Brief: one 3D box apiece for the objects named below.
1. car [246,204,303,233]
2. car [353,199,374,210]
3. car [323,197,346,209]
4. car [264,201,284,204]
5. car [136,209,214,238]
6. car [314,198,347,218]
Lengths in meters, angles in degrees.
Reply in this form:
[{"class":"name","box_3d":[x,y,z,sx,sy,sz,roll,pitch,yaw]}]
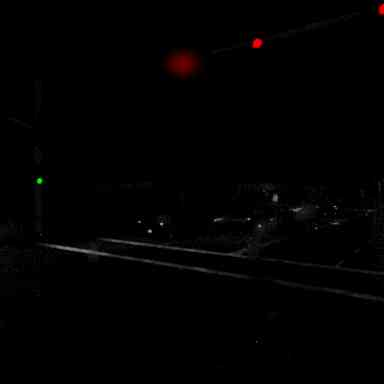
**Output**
[{"class":"car","box_3d":[5.062,1.618,20.155,1.895,1.301,4.718,0,0,36]},{"class":"car","box_3d":[23.317,1.619,45.094,1.994,1.385,4.181,0,0,36]},{"class":"car","box_3d":[20.055,1.528,46.572,1.882,1.535,5.008,0,0,36]},{"class":"car","box_3d":[6.945,1.550,28.666,1.812,1.442,4.674,0,0,35]},{"class":"car","box_3d":[-0.791,1.610,18.059,1.895,1.301,4.718,0,0,36]},{"class":"car","box_3d":[12.927,1.385,30.962,2.097,1.767,4.553,0,0,35]}]
